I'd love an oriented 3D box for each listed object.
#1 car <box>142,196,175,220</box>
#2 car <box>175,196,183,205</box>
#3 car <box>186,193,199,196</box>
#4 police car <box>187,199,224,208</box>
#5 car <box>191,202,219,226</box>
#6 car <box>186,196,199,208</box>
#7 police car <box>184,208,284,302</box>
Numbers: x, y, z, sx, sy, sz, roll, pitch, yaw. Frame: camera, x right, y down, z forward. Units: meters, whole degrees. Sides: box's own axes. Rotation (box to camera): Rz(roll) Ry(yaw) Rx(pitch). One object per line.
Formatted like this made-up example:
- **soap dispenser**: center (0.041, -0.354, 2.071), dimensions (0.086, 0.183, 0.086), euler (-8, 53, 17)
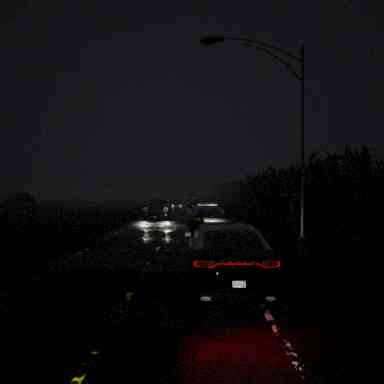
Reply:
- **car**: center (-2.807, 1.331, 27.627), dimensions (2.097, 1.767, 4.553), euler (0, 0, 0)
- **car**: center (-2.659, 1.480, 58.794), dimensions (1.994, 1.385, 4.181), euler (0, 0, 0)
- **car**: center (0.093, 1.134, 60.053), dimensions (2.150, 2.045, 5.566), euler (0, 0, 0)
- **police car**: center (0.853, 1.415, 18.454), dimensions (1.930, 1.638, 5.238), euler (0, 0, 0)
- **car**: center (0.862, 1.509, 24.344), dimensions (1.812, 1.442, 4.674), euler (0, 0, 0)
- **car**: center (0.116, 1.549, 46.088), dimensions (1.895, 1.301, 4.718), euler (0, 0, 1)
- **police car**: center (0.837, 1.423, 8.455), dimensions (1.930, 1.638, 5.238), euler (0, 0, 0)
